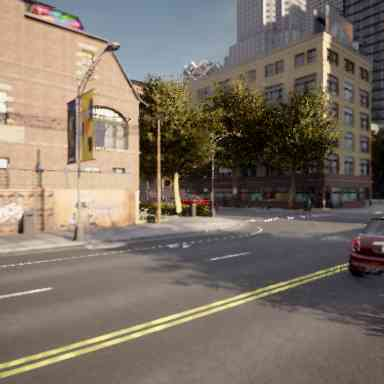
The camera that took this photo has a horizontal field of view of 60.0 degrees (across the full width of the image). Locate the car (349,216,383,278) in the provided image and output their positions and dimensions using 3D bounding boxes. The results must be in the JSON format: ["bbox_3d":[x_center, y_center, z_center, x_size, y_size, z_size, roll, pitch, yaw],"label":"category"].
[{"bbox_3d":[6.268,1.384,9.184,4.553,1.767,2.097,0,0,-40],"label":"car"}]

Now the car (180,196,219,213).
[{"bbox_3d":[0.638,1.438,38.760,2.150,2.045,5.566,0,0,-41],"label":"car"}]
